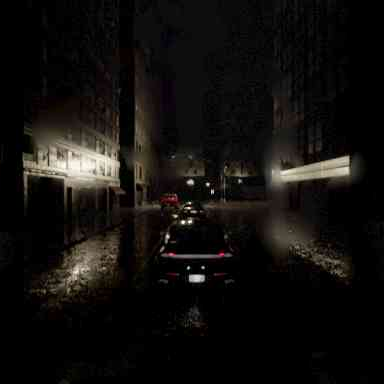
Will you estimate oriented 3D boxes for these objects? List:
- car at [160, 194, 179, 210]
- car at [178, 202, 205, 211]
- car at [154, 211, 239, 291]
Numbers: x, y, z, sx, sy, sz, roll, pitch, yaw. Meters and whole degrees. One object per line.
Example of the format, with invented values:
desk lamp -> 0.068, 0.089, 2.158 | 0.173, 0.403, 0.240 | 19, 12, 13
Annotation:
car -> -3.009, 1.318, 45.351 | 2.150, 2.045, 5.566 | 0, -1, 1
car -> 0.114, 1.600, 28.570 | 2.033, 1.411, 5.357 | 0, 0, 0
car -> 0.101, 1.509, 9.060 | 2.128, 1.511, 4.902 | 0, 0, 0
